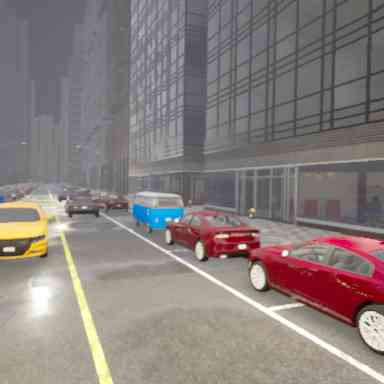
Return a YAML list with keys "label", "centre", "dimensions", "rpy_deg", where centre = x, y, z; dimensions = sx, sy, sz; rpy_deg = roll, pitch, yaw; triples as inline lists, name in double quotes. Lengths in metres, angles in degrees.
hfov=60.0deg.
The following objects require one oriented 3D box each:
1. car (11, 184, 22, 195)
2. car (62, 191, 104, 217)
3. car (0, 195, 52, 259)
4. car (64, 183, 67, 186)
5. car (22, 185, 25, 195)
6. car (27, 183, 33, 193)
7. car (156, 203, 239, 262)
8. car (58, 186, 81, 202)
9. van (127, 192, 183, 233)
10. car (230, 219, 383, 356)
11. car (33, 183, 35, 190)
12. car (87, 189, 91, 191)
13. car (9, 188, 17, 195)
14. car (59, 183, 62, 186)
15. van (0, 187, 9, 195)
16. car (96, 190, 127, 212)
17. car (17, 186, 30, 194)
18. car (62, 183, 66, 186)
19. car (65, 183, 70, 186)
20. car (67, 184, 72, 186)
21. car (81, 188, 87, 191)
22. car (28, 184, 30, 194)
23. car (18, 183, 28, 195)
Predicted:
- label: "car"
  centre: [-18.544, 0.283, 33.324]
  dimensions: [1.967, 1.590, 4.097]
  rpy_deg: [1, 1, -24]
- label: "car"
  centre: [-7.537, 0.876, 22.704]
  dimensions: [1.994, 1.385, 4.181]
  rpy_deg: [1, 2, -24]
- label: "car"
  centre: [-5.716, 1.104, 10.883]
  dimensions: [1.882, 1.535, 5.008]
  rpy_deg: [1, 2, -24]
- label: "car"
  centre: [-26.450, -0.683, 72.666]
  dimensions: [2.008, 1.369, 4.403]
  rpy_deg: [1, 1, -24]
- label: "car"
  centre: [-20.791, 0.244, 38.456]
  dimensions: [1.947, 1.339, 4.313]
  rpy_deg: [1, 1, -24]
- label: "car"
  centre: [-27.517, -0.502, 53.841]
  dimensions: [2.192, 1.841, 5.009]
  rpy_deg: [1, 1, -24]
- label: "car"
  centre: [0.480, 1.289, 11.102]
  dimensions: [1.887, 1.381, 4.507]
  rpy_deg: [1, 1, -24]
- label: "car"
  centre: [-14.290, 0.378, 38.156]
  dimensions: [1.994, 1.385, 4.181]
  rpy_deg: [1, 1, -23]
- label: "van"
  centre: [-1.760, 0.920, 16.228]
  dimensions: [1.690, 1.788, 3.998]
  rpy_deg: [1, 1, -24]
- label: "car"
  centre: [2.723, 1.455, 5.972]
  dimensions: [1.887, 1.381, 4.507]
  rpy_deg: [1, 1, -24]
- label: "car"
  centre: [-32.005, -0.830, 64.101]
  dimensions: [2.192, 1.841, 5.009]
  rpy_deg: [1, 1, -24]
- label: "car"
  centre: [-8.495, 0.523, 31.621]
  dimensions: [1.967, 1.590, 4.097]
  rpy_deg: [1, 1, -24]
- label: "car"
  centre: [-16.303, 0.590, 28.196]
  dimensions: [1.802, 1.307, 4.206]
  rpy_deg: [1, 1, -24]
- label: "car"
  centre: [-33.178, -1.405, 88.052]
  dimensions: [2.192, 1.841, 5.009]
  rpy_deg: [1, 1, -24]
- label: "van"
  centre: [-14.054, 0.515, 23.062]
  dimensions: [1.690, 1.788, 3.998]
  rpy_deg: [1, 1, -24]
- label: "car"
  centre: [-6.253, 0.793, 26.494]
  dimensions: [1.887, 1.381, 4.507]
  rpy_deg: [1, 1, -24]
- label: "car"
  centre: [-29.767, -0.399, 58.976]
  dimensions: [1.802, 1.307, 4.206]
  rpy_deg: [1, 1, -24]
- label: "car"
  centre: [-28.692, -0.956, 77.794]
  dimensions: [1.967, 1.590, 4.097]
  rpy_deg: [1, 1, -24]
- label: "car"
  centre: [-24.207, -0.504, 67.536]
  dimensions: [1.947, 1.339, 4.313]
  rpy_deg: [1, 1, -24]
- label: "car"
  centre: [-21.963, -0.341, 62.406]
  dimensions: [1.947, 1.339, 4.313]
  rpy_deg: [1, 1, -24]
- label: "car"
  centre: [-15.229, 0.132, 47.014]
  dimensions: [1.887, 1.381, 4.507]
  rpy_deg: [1, 1, -24]
- label: "car"
  centre: [-25.279, -0.086, 48.716]
  dimensions: [1.947, 1.339, 4.313]
  rpy_deg: [1, 1, -24]
- label: "car"
  centre: [-23.032, -0.047, 43.583]
  dimensions: [1.967, 1.590, 4.097]
  rpy_deg: [1, 1, -24]
